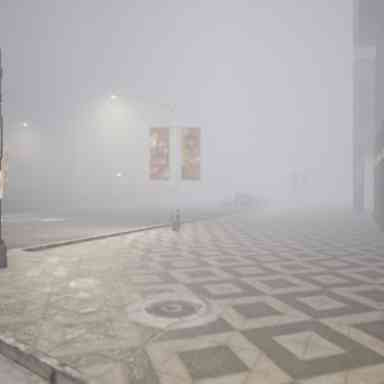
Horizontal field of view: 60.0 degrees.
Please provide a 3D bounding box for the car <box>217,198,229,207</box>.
[{"bbox_3d":[5.451,1.546,49.467,1.895,1.301,4.718,0,0,27],"label":"car"}]

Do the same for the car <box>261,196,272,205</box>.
[{"bbox_3d":[12.002,1.427,55.596,2.128,1.511,4.902,0,0,26],"label":"car"}]

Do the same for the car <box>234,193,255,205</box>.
[{"bbox_3d":[9.091,1.158,57.041,2.150,2.045,5.566,0,0,26],"label":"car"}]

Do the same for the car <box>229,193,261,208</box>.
[{"bbox_3d":[7.511,1.168,46.255,2.150,2.045,5.566,0,0,26],"label":"car"}]
